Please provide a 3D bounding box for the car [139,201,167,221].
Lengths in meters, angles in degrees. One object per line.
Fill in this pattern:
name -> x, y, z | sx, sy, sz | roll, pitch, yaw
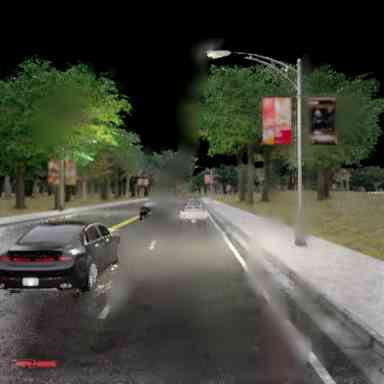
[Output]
car -> -3.148, 1.481, 27.683 | 1.882, 1.535, 5.008 | 0, 0, 0

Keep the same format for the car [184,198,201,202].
car -> 0.104, 1.495, 42.006 | 2.128, 1.511, 4.902 | 0, 0, 0

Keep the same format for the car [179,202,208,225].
car -> 0.102, 1.604, 23.997 | 1.895, 1.301, 4.718 | 0, 0, 0

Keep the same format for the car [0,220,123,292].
car -> -3.150, 1.506, 8.914 | 1.837, 1.490, 4.892 | 0, 0, 0
